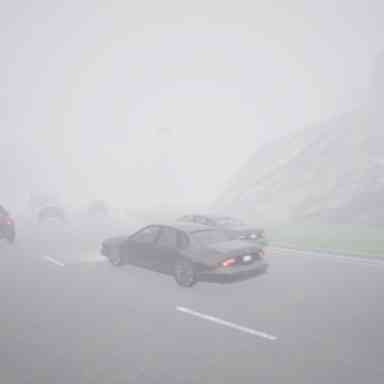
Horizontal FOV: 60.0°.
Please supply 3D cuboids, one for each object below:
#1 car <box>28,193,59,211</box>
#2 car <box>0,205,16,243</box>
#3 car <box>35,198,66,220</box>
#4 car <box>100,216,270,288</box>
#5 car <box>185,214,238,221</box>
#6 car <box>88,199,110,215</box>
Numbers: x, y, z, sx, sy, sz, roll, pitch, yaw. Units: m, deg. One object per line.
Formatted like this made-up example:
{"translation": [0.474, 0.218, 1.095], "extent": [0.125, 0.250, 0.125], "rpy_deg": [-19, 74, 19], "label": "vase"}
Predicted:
{"translation": [-17.126, 1.167, 38.941], "extent": [2.150, 2.045, 5.566], "rpy_deg": [0, -1, -3], "label": "car"}
{"translation": [-9.480, 1.313, 15.269], "extent": [2.097, 1.767, 4.553], "rpy_deg": [1, 0, -34], "label": "car"}
{"translation": [-11.476, 1.495, 27.426], "extent": [1.812, 1.442, 4.674], "rpy_deg": [0, 0, -19], "label": "car"}
{"translation": [-0.504, 1.564, 9.404], "extent": [5.357, 1.411, 2.033], "rpy_deg": [0, 0, 45], "label": "car"}
{"translation": [0.455, 1.579, 13.410], "extent": [2.033, 1.411, 5.357], "rpy_deg": [0, 0, -42], "label": "car"}
{"translation": [-9.532, 1.501, 34.018], "extent": [1.837, 1.490, 4.892], "rpy_deg": [0, 0, -11], "label": "car"}
